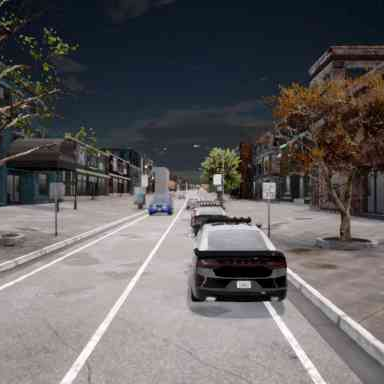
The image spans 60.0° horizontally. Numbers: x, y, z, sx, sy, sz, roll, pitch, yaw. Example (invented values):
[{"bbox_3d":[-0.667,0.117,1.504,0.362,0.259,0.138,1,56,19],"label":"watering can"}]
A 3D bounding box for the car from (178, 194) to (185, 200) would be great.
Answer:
[{"bbox_3d":[-2.687,1.323,88.803,1.837,1.490,4.892,0,0,0],"label":"car"}]

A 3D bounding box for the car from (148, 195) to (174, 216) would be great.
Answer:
[{"bbox_3d":[-2.984,1.290,33.120,2.150,2.045,5.566,0,0,0],"label":"car"}]

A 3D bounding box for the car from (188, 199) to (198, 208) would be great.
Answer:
[{"bbox_3d":[0.985,1.401,24.341,2.097,1.767,4.553,0,0,0],"label":"car"}]

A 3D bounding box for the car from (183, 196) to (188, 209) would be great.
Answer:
[{"bbox_3d":[0.175,1.632,45.982,2.033,1.411,5.357,0,0,0],"label":"car"}]

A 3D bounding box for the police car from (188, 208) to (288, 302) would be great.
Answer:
[{"bbox_3d":[0.929,1.441,8.481,1.930,1.638,5.238,0,0,0],"label":"police car"}]

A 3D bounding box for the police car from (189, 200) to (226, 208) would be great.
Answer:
[{"bbox_3d":[0.964,1.463,18.481,1.930,1.638,5.238,0,0,0],"label":"police car"}]
